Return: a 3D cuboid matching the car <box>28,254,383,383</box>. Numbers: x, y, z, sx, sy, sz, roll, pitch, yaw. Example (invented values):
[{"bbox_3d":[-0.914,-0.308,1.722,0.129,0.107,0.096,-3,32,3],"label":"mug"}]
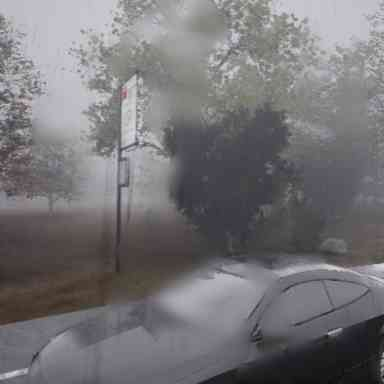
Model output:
[{"bbox_3d":[0.693,1.524,3.811,4.674,1.442,1.812,0,0,-32],"label":"car"}]
